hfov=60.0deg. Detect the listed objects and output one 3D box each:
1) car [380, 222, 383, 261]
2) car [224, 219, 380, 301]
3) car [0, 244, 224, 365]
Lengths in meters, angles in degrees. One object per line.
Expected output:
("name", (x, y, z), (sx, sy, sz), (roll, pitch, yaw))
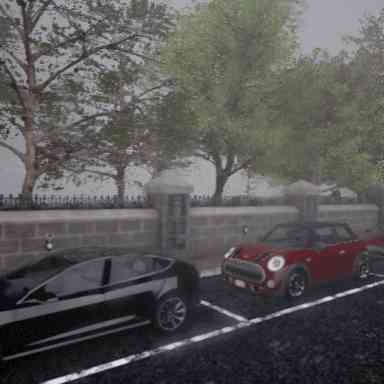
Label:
("car", (7.203, 1.702, 11.677), (4.206, 1.307, 1.802), (1, 0, -35))
("car", (2.691, 1.507, 8.467), (4.097, 1.590, 1.967), (1, 0, -35))
("car", (-1.824, 1.580, 5.257), (4.313, 1.339, 1.947), (1, 0, -35))
